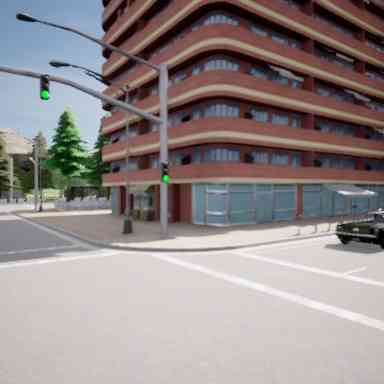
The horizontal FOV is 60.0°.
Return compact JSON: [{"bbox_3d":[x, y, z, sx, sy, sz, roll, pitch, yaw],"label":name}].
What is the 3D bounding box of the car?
[{"bbox_3d":[8.094,1.510,14.059,4.718,1.301,1.895,0,0,-35],"label":"car"}]
